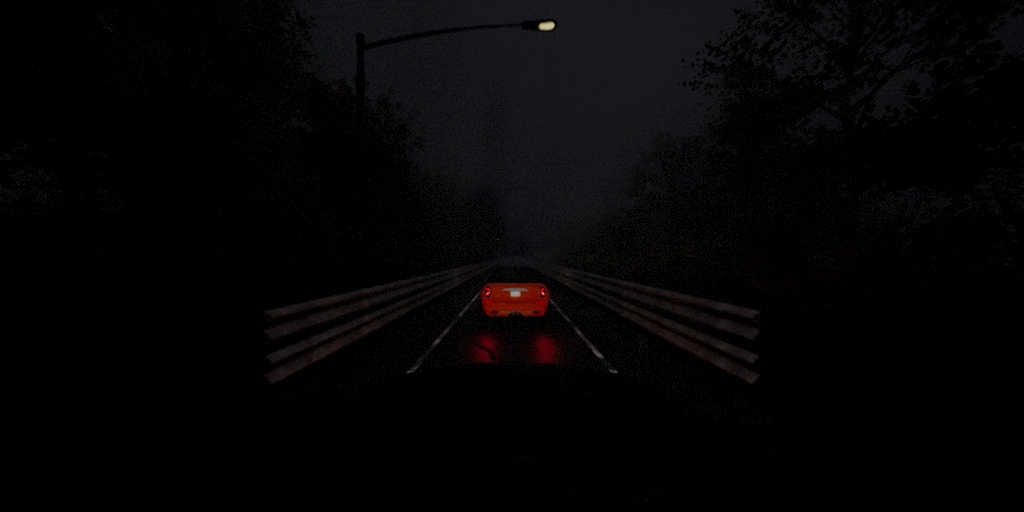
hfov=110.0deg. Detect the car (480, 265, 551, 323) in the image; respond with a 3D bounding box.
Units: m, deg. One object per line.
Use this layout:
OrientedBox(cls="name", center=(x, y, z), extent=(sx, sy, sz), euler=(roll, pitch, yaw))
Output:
OrientedBox(cls="car", center=(0.098, 1.100, 12.329), extent=(2.097, 1.767, 4.553), euler=(0, 0, 0))
